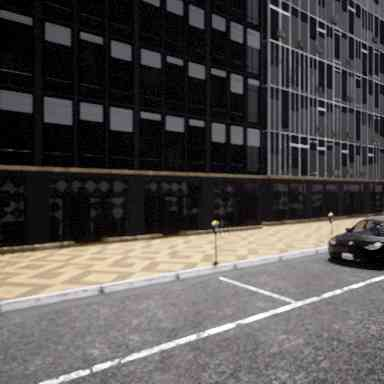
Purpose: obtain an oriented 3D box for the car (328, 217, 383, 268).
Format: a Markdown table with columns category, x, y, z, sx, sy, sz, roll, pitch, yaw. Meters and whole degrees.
| category | x | y | z | sx | sy | sz | roll | pitch | yaw |
| --- | --- | --- | --- | --- | --- | --- | --- | --- | --- |
| car | 6.397 | 1.539 | 11.155 | 4.313 | 1.339 | 1.947 | 0 | 0 | -36 |
